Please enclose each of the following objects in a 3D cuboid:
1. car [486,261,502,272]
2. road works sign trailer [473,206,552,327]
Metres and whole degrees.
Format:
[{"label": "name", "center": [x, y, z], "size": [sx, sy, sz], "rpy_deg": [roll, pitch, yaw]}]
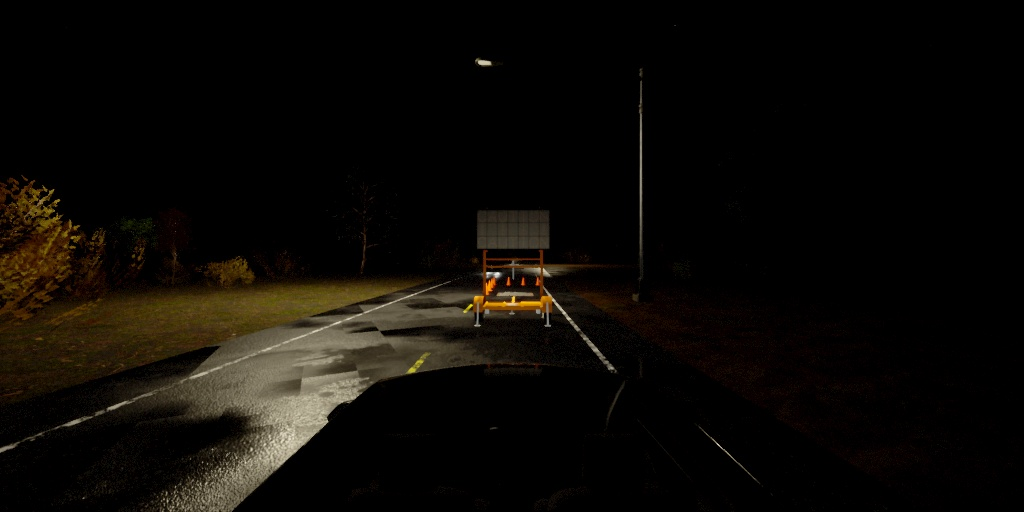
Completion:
[{"label": "car", "center": [-2.379, 1.307, 44.747], "size": [1.994, 1.385, 4.181], "rpy_deg": [0, 0, 3]}, {"label": "road works sign trailer", "center": [0.042, 0.214, 11.569], "size": [2.380, 3.560, 2.880], "rpy_deg": [0, 0, 1]}]
